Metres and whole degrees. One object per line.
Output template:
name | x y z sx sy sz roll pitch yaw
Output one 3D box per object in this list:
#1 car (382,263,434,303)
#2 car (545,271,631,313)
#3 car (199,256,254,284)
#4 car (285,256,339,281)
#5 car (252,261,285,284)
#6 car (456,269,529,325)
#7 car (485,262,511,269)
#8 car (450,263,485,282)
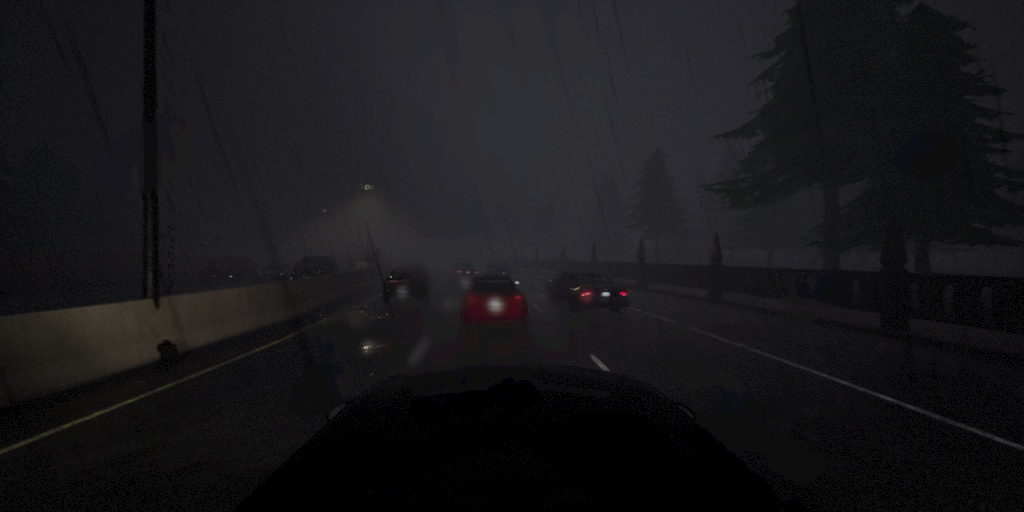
car | -4.835 1.251 16.979 2.128 1.511 4.902 0 0 -9
car | 2.703 1.280 14.018 2.033 1.411 5.357 0 0 -7
car | -21.977 1.039 28.052 2.150 2.045 5.566 0 0 -18
car | -14.032 1.010 25.822 2.150 2.045 5.566 0 0 -15
car | -18.489 1.329 28.454 1.812 1.442 4.674 0 0 -18
car | -0.649 1.310 11.855 1.994 1.385 4.181 0 0 -6
car | -1.341 1.262 32.848 1.812 1.442 4.674 0 0 -16
car | -3.948 1.296 29.501 2.033 1.411 5.357 0 0 -16
